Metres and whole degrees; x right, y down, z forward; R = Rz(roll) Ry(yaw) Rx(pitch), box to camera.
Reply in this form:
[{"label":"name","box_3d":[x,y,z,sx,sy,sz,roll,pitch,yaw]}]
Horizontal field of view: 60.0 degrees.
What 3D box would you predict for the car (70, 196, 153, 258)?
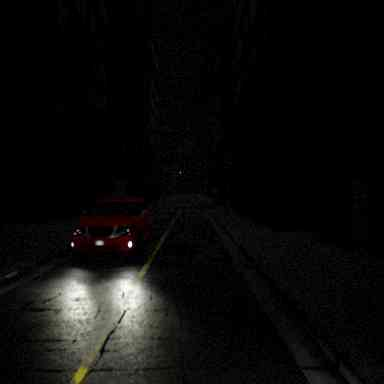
[{"label":"car","box_3d":[-2.850,1.210,13.024,2.150,2.045,5.566,0,0,0]}]
